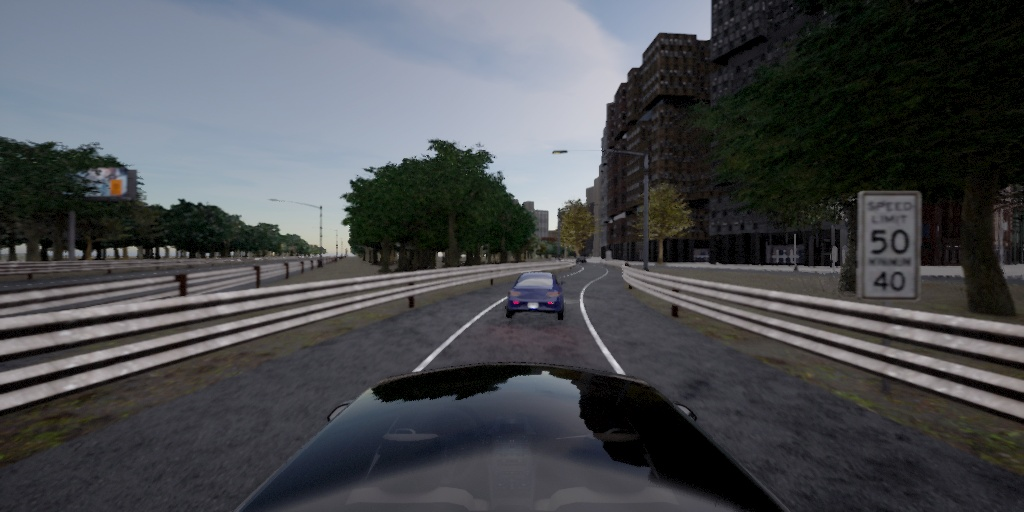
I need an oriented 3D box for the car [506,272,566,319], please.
[{"bbox_3d":[0.930,1.289,12.832,1.812,1.442,4.674,0,0,8],"label":"car"}]
